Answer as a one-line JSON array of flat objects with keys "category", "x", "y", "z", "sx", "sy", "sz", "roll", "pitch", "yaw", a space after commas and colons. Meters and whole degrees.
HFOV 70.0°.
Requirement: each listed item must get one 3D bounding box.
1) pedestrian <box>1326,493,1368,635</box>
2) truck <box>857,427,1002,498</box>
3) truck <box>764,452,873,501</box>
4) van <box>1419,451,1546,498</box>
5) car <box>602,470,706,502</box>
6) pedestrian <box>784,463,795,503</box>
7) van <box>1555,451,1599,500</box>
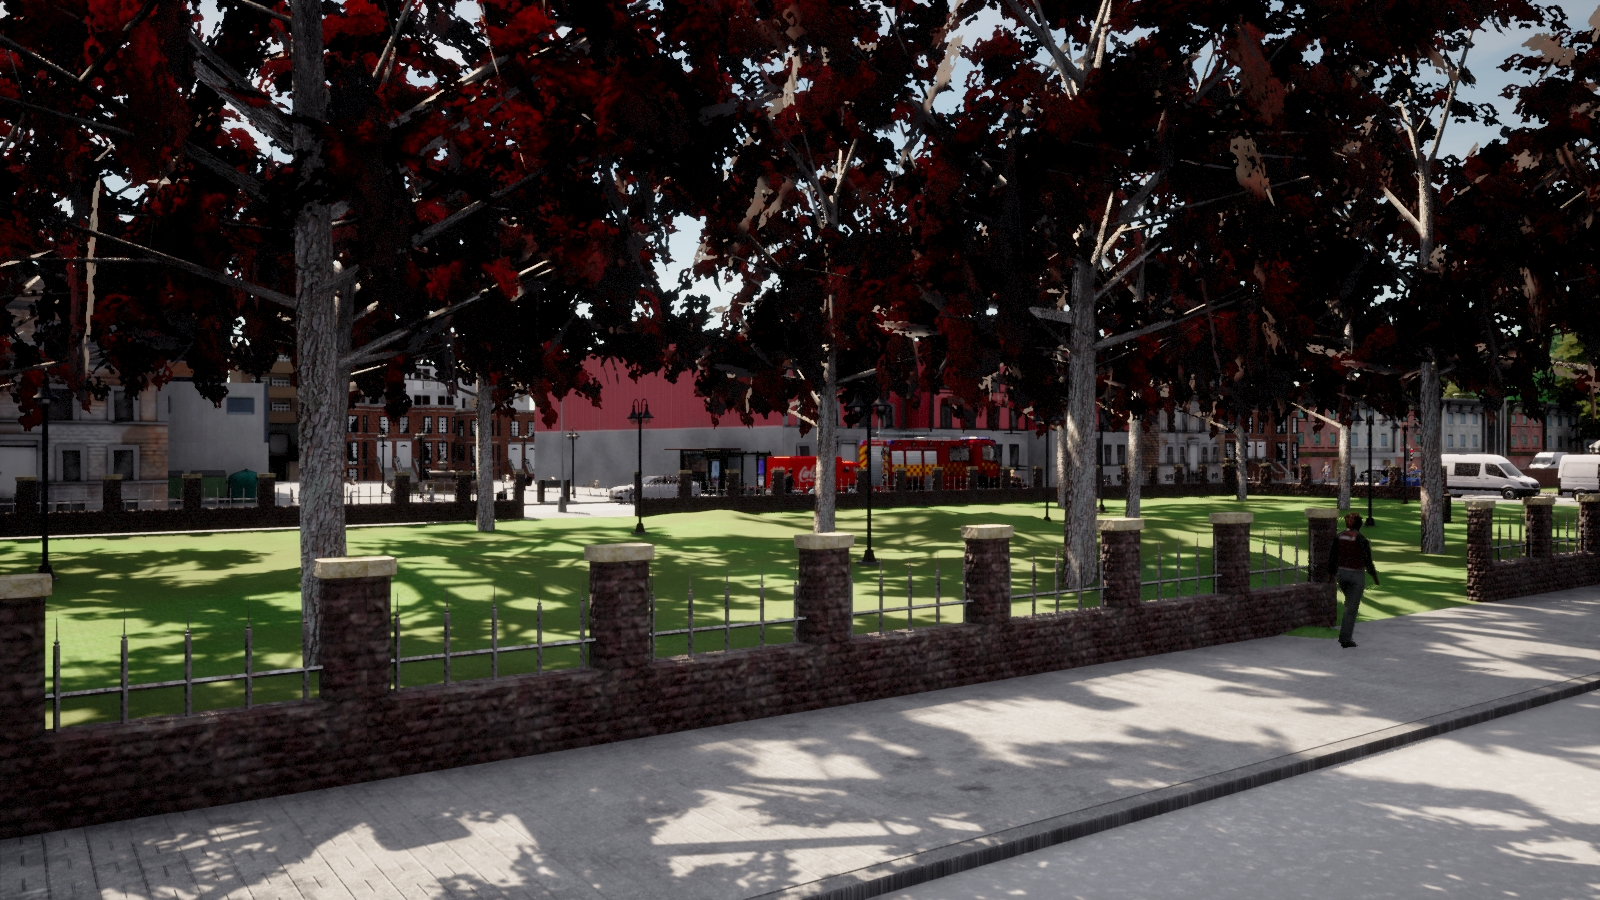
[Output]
[{"category": "pedestrian", "x": 7.391, "y": 1.525, "z": 15.446, "sx": 0.375, "sy": 1.860, "sz": 0.375, "roll": 0, "pitch": 0, "yaw": -31}, {"category": "truck", "x": 7.473, "y": 0.671, "z": 65.186, "sx": 8.468, "sy": 3.827, "sz": 2.891, "roll": 0, "pitch": 0, "yaw": -35}, {"category": "truck", "x": 0.982, "y": 1.348, "z": 60.339, "sx": 5.204, "sy": 2.467, "sz": 2.627, "roll": 0, "pitch": 0, "yaw": -35}, {"category": "van", "x": 38.735, "y": 1.314, "z": 65.046, "sx": 1.988, "sy": 2.561, "sz": 5.915, "roll": 0, "pitch": 0, "yaw": -34}, {"category": "car", "x": -7.563, "y": 1.841, "z": 59.254, "sx": 4.892, "sy": 1.480, "sz": 2.231, "roll": 0, "pitch": 0, "yaw": -35}, {"category": "pedestrian", "x": -0.491, "y": 1.524, "z": 53.461, "sx": 0.375, "sy": 1.860, "sz": 0.375, "roll": 0, "pitch": 0, "yaw": -34}, {"category": "van", "x": 42.801, "y": 1.314, "z": 59.145, "sx": 1.988, "sy": 2.561, "sz": 5.915, "roll": 0, "pitch": 0, "yaw": -34}]
